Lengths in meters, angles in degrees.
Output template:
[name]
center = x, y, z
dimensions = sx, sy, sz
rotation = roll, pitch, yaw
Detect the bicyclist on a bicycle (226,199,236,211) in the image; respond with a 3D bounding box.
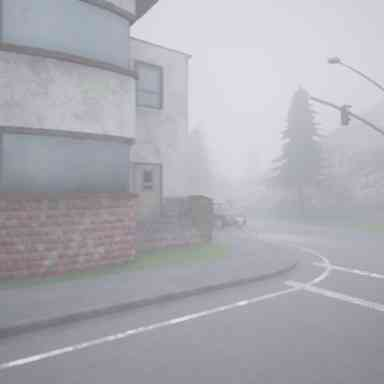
[bicyclist on a bicycle]
center = 3.489, 1.483, 30.966
dimensions = 1.656, 1.620, 0.582
rotation = 0, 0, -35

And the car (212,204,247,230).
[car]
center = 1.462, 1.510, 21.434
dimensions = 2.128, 1.511, 4.902
rotation = 0, 0, -35
